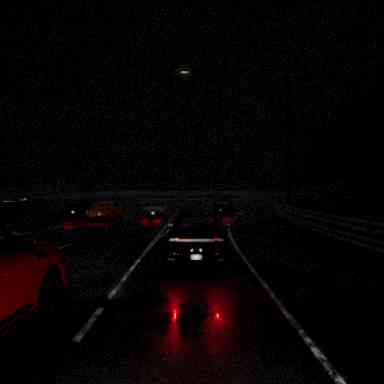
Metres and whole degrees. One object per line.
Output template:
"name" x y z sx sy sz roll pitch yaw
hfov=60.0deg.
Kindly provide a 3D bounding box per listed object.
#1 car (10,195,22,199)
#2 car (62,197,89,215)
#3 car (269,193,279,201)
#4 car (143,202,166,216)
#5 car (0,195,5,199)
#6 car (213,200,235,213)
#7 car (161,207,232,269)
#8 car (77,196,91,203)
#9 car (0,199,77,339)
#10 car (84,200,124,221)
"car" -44.613 1.489 84.163 1.895 1.301 4.718 1 1 -15
"car" -10.406 1.495 31.482 1.837 1.490 4.892 0 0 0
"car" 20.414 1.401 83.436 1.882 1.535 5.008 -1 1 17
"car" -3.505 1.592 32.087 1.895 1.301 4.718 0 0 0
"car" -40.378 1.400 68.965 2.097 1.767 4.553 1 0 -17
"car" 3.268 1.523 33.678 1.812 1.442 4.674 0 0 14
"car" 0.166 1.486 11.116 2.128 1.511 4.902 0 0 1
"car" -28.016 1.965 86.594 2.097 1.767 4.553 0 -1 0
"car" -3.499 1.220 4.078 2.150 2.045 5.566 0 0 0
"car" -6.903 1.466 27.290 1.882 1.535 5.008 0 0 0
